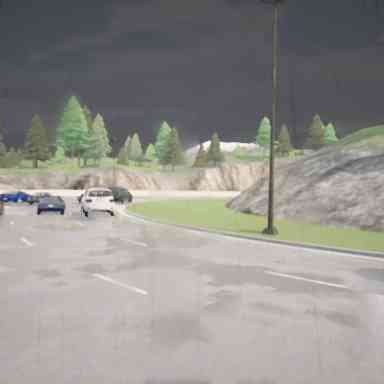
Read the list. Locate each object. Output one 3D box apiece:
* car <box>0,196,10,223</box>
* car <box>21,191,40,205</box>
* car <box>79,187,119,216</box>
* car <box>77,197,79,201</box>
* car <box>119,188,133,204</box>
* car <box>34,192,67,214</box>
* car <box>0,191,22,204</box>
[{"bbox_3d":[-12.403,1.097,20.107,1.895,1.301,4.718,1,1,-26],"label":"car"},{"bbox_3d":[-16.727,0.732,37.660,2.033,1.411,5.357,1,1,-2],"label":"car"},{"bbox_3d":[-7.447,0.739,26.201,2.150,2.045,5.566,1,1,-21],"label":"car"},{"bbox_3d":[-13.050,0.787,43.217,1.895,1.301,4.718,1,1,5],"label":"car"},{"bbox_3d":[-9.490,0.465,43.731,2.150,2.045,5.566,1,0,7],"label":"car"},{"bbox_3d":[-11.342,0.990,27.181,1.994,1.385,4.181,1,1,-18],"label":"car"},{"bbox_3d":[-20.367,0.575,38.817,1.882,1.535,5.008,1,0,-1],"label":"car"}]
